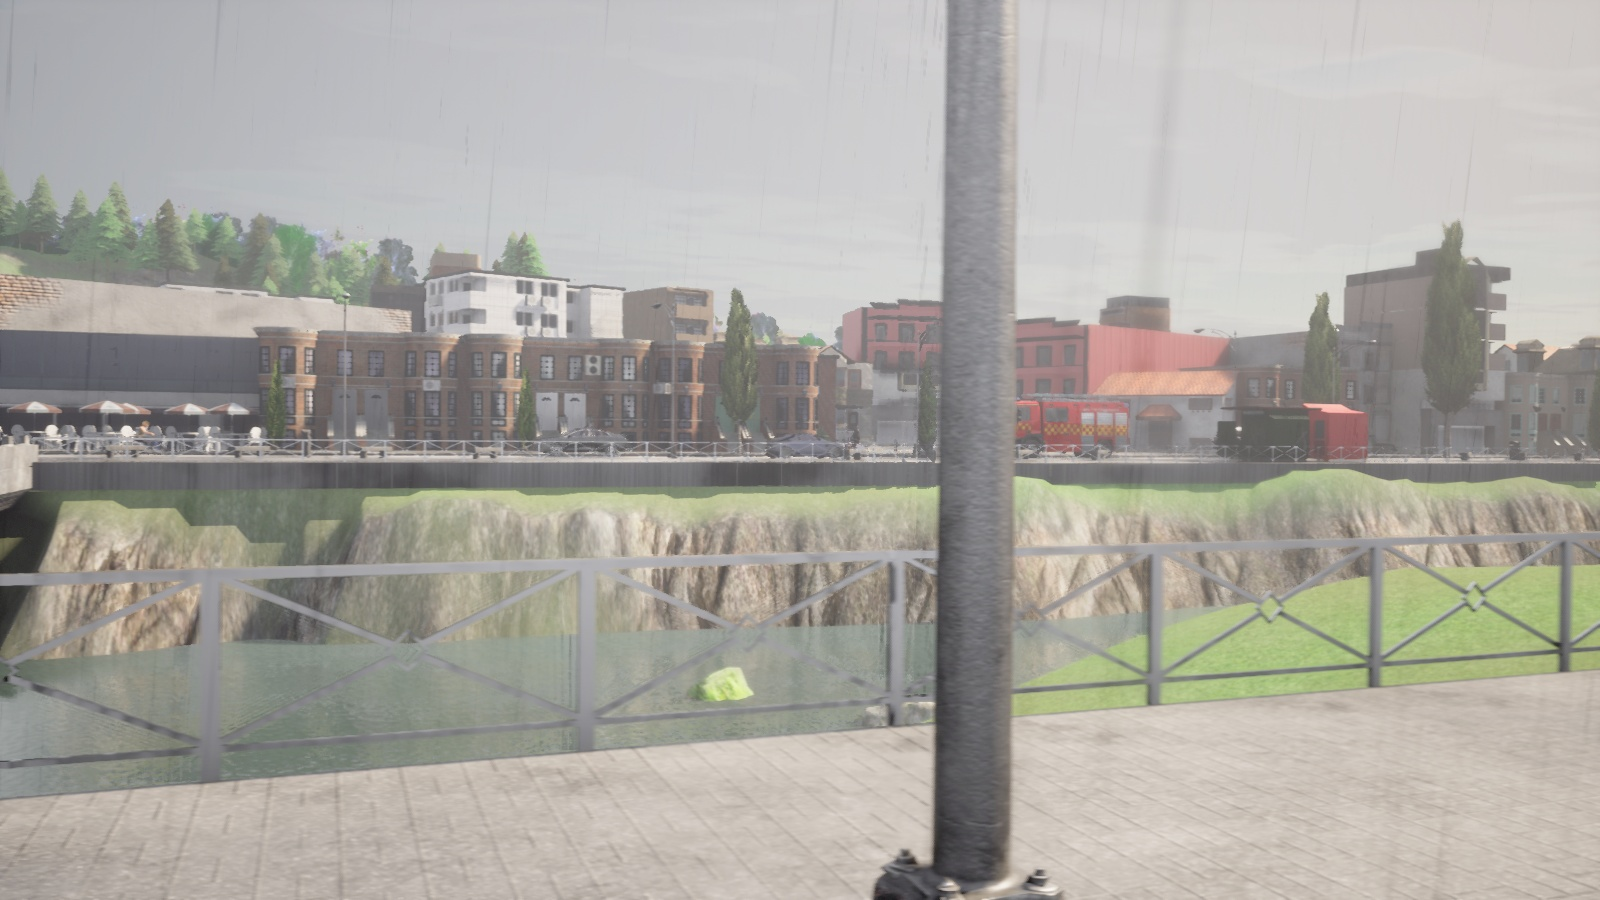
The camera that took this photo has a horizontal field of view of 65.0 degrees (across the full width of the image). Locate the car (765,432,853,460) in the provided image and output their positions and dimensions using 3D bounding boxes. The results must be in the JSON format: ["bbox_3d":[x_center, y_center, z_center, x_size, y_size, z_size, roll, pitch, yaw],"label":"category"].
[{"bbox_3d":[0.463,-0.211,65.656,4.181,1.385,1.994,-1,1,-21],"label":"car"}]

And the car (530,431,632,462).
[{"bbox_3d":[-11.431,-0.187,65.414,4.902,1.511,2.128,-1,1,-21],"label":"car"}]

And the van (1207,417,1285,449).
[{"bbox_3d":[28.625,-1.100,80.632,4.480,2.038,2.069,-1,1,-21],"label":"van"}]

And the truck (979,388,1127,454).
[{"bbox_3d":[15.230,-1.760,75.532,8.468,3.827,2.891,-1,1,-21],"label":"truck"}]
